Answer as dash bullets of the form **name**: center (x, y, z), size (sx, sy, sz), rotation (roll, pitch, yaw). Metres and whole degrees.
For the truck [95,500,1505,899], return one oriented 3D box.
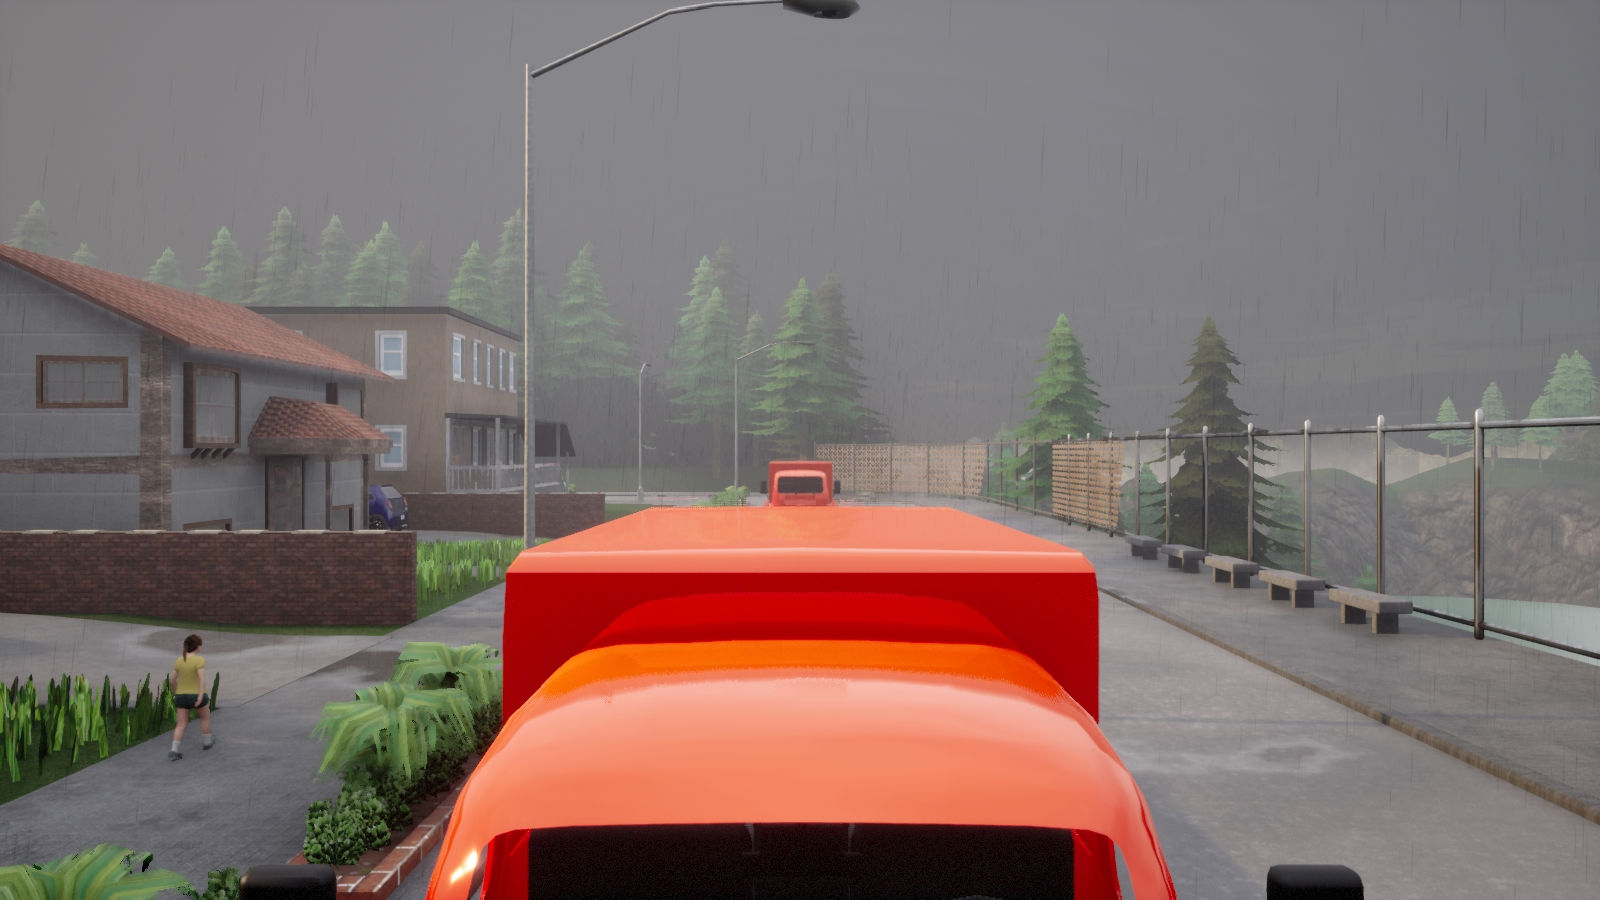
- **truck**: center (0.000, 1.567, 4.737), size (2.627, 2.467, 5.204), rotation (0, 0, 0)

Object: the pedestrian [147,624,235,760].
- **pedestrian**: center (-5.398, 2.131, 10.139), size (0.500, 1.100, 0.500), rotation (0, 0, 3)

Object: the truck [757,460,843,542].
- **truck**: center (0.014, 1.592, 37.544), size (2.627, 2.467, 5.204), rotation (0, 0, 0)
